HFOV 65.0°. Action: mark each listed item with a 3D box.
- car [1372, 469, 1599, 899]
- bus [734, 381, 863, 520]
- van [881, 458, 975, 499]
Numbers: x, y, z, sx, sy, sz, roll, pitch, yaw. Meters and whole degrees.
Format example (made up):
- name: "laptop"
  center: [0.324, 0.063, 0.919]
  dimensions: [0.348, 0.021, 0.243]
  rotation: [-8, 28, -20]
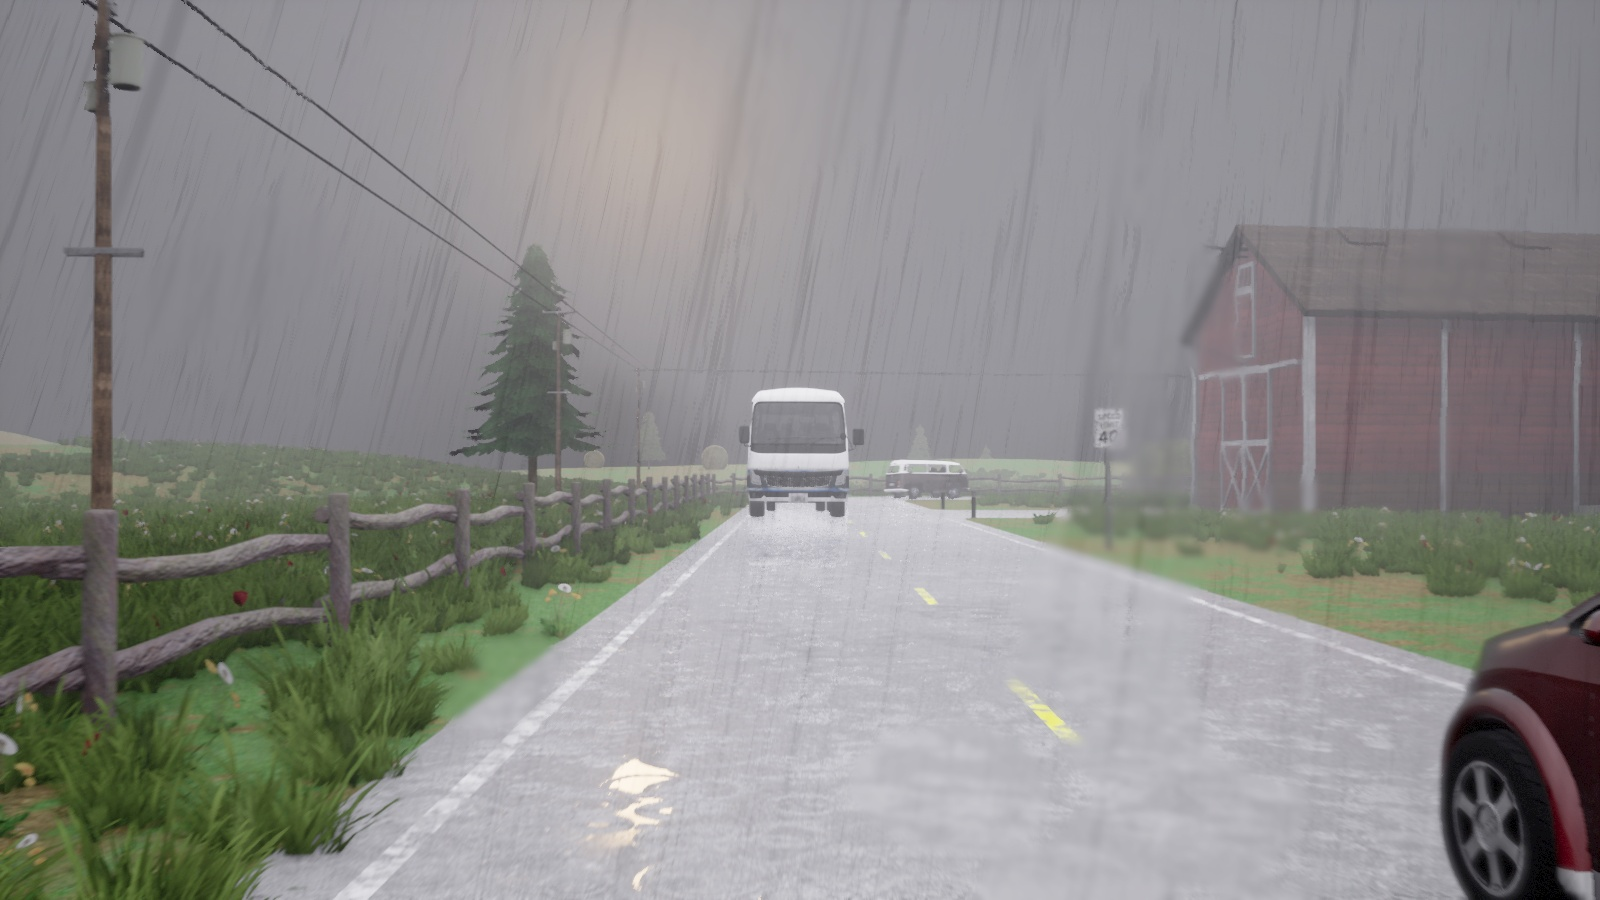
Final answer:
- name: "car"
  center: [3.193, 0.826, 3.162]
  dimensions: [1.789, 1.549, 3.705]
  rotation: [0, -1, 0]
- name: "bus"
  center: [-0.109, 0.096, 43.734]
  dimensions: [3.944, 4.253, 10.273]
  rotation: [0, -1, -1]
- name: "van"
  center: [6.771, 1.507, 66.247]
  dimensions: [4.480, 2.038, 2.069]
  rotation: [0, -3, -26]
